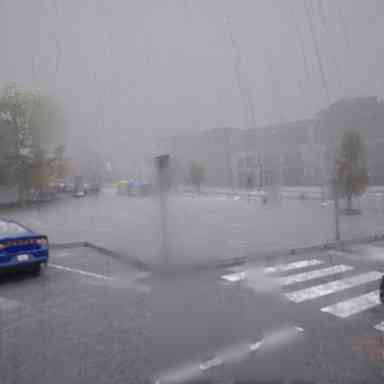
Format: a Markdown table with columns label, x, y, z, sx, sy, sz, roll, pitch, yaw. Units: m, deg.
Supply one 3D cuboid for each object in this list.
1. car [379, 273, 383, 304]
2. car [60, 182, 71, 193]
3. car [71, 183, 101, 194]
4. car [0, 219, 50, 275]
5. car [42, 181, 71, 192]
| label | x | y | z | sx | sy | sz | roll | pitch | yaw |
| --- | --- | --- | --- | --- | --- | --- | --- | --- | --- |
| car | 5.524 | 1.584 | 6.555 | 4.181 | 1.385 | 1.994 | 0 | 0 | -36 |
| car | -18.873 | -0.709 | 55.009 | 2.231 | 1.521 | 4.892 | 1 | 6 | 16 |
| car | -16.495 | -0.542 | 53.243 | 2.163 | 1.488 | 4.792 | 1 | 6 | 17 |
| car | -6.161 | 1.501 | 9.663 | 5.008 | 1.535 | 2.097 | -1 | -1 | 36 |
| car | -23.701 | -0.969 | 58.405 | 2.097 | 1.535 | 5.008 | 1 | 6 | 15 |
